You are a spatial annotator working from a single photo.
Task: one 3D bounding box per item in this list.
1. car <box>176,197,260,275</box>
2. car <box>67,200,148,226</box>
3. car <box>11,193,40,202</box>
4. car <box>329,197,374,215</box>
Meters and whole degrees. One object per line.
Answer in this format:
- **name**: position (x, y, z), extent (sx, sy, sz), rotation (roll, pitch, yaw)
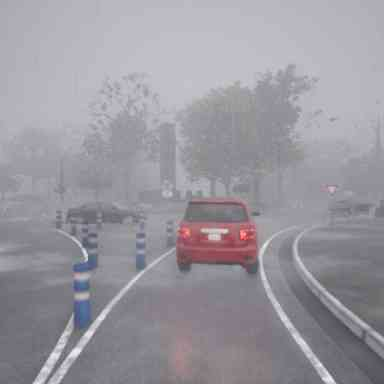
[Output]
- **car**: position (0.974, 1.176, 10.625), extent (2.150, 2.045, 5.566), rotation (0, 0, 9)
- **car**: position (-5.324, 1.295, 21.058), extent (5.008, 1.535, 1.882), rotation (0, 2, 5)
- **car**: position (-25.340, 0.813, 50.775), extent (1.994, 1.385, 4.181), rotation (0, 1, 22)
- **car**: position (14.062, 1.151, 29.256), extent (4.902, 1.511, 2.128), rotation (-1, 1, -34)
